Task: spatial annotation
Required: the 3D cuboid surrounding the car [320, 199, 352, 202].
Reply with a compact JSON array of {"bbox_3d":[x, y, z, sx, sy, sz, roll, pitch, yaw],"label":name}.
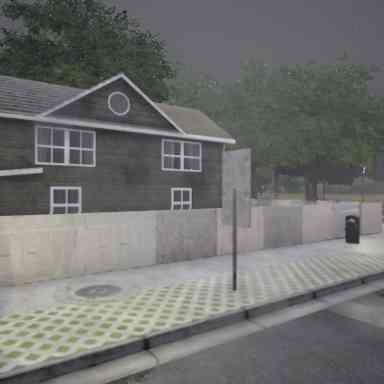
[{"bbox_3d":[11.717,1.378,25.687,2.097,1.767,4.553,0,0,-35],"label":"car"}]
